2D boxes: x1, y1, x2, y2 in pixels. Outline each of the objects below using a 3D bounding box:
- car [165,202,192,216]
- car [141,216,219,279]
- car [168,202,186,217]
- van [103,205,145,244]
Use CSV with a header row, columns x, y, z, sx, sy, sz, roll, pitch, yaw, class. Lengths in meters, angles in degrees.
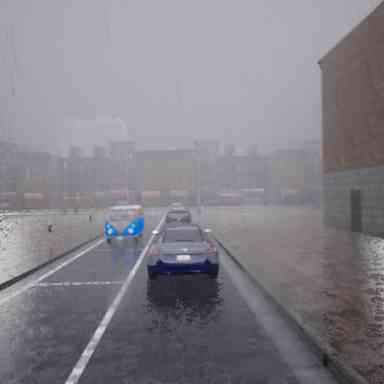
x,y,z,sx,sy,sz,roll,pitch,yaw,class
-1.044,1.791,26.016,2.128,1.511,4.902,-1,-1,-3,car
-0.309,1.682,10.538,1.994,1.385,4.181,-1,-1,-3,car
-1.673,1.956,38.390,1.837,1.490,4.892,-1,-1,-1,car
-3.373,1.581,17.125,1.690,1.788,3.998,-1,-1,-3,van
